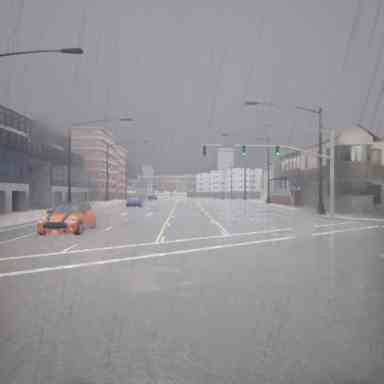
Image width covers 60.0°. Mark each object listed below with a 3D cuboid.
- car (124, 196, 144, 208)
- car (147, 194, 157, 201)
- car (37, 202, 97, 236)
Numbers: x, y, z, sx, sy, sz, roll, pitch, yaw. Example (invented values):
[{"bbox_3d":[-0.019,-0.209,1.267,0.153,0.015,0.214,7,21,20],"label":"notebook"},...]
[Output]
[{"bbox_3d":[-7.587,1.329,44.400,1.882,1.535,5.008,0,1,-2],"label":"car"},{"bbox_3d":[-8.287,1.140,69.397,1.895,1.301,4.718,0,0,-2],"label":"car"},{"bbox_3d":[-6.867,1.393,18.724,2.097,1.767,4.553,0,0,-2],"label":"car"}]
